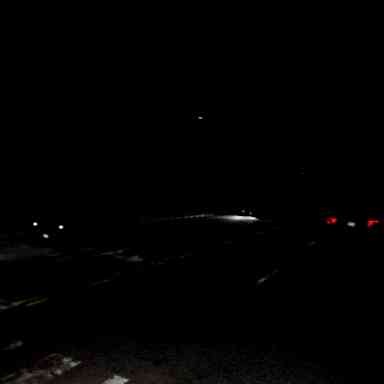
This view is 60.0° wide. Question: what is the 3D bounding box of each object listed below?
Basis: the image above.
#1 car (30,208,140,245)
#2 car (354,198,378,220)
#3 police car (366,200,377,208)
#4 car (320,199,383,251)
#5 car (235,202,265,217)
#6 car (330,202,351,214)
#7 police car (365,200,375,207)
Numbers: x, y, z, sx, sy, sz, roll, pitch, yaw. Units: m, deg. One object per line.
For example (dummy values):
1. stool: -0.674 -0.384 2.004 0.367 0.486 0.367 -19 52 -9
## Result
1. car: -4.395 1.370 14.345 1.895 1.301 4.718 2 0 29
2. car: 19.468 1.821 37.061 2.150 2.045 5.566 2 1 29
3. police car: 40.578 2.687 75.115 1.930 1.638 5.238 2 0 26
4. car: 7.860 1.460 16.019 2.150 2.045 5.566 2 0 29
5. car: 5.750 1.648 32.724 1.994 1.385 4.181 2 0 29
6. car: 20.429 2.144 45.665 2.033 1.411 5.357 2 0 29
7. police car: 44.943 2.822 84.207 1.930 1.638 5.238 2 0 25
